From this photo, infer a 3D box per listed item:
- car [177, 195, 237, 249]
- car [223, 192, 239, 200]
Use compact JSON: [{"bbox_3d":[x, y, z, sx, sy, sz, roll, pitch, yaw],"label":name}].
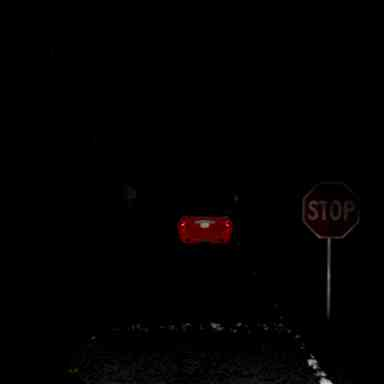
[{"bbox_3d":[0.585,1.193,13.987,2.097,1.767,4.553,0,1,3],"label":"car"},{"bbox_3d":[6.316,0.834,57.423,2.128,1.511,4.902,0,1,13],"label":"car"}]
